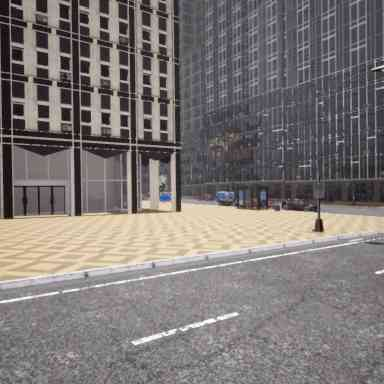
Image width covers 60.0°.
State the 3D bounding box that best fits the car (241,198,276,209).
[{"bbox_3d":[8.433,1.387,40.447,1.802,1.307,4.206,-1,1,-34],"label":"car"}]

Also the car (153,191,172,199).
[{"bbox_3d":[-6.961,0.613,78.097,2.192,1.841,5.009,0,1,-34],"label":"car"}]

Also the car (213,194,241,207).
[{"bbox_3d":[5.280,1.318,45.175,1.947,1.339,4.313,-1,1,-34],"label":"car"}]

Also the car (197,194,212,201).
[{"bbox_3d":[2.645,1.042,64.011,1.802,1.307,4.206,-1,1,-34],"label":"car"}]

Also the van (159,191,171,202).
[{"bbox_3d":[-4.280,0.936,59.290,1.690,1.788,3.998,0,1,-34],"label":"van"}]

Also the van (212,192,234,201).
[{"bbox_3d":[5.845,0.854,59.312,1.690,1.788,3.998,-1,1,-34],"label":"van"}]

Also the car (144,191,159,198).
[{"bbox_3d":[-10.162,0.685,82.794,1.967,1.590,4.097,0,1,-34],"label":"car"}]

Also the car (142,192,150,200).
[{"bbox_3d":[-10.683,1.038,68.684,2.008,1.369,4.403,0,1,-34],"label":"car"}]

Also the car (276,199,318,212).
[{"bbox_3d":[11.620,1.422,35.739,1.947,1.339,4.313,-1,1,-34],"label":"car"}]
